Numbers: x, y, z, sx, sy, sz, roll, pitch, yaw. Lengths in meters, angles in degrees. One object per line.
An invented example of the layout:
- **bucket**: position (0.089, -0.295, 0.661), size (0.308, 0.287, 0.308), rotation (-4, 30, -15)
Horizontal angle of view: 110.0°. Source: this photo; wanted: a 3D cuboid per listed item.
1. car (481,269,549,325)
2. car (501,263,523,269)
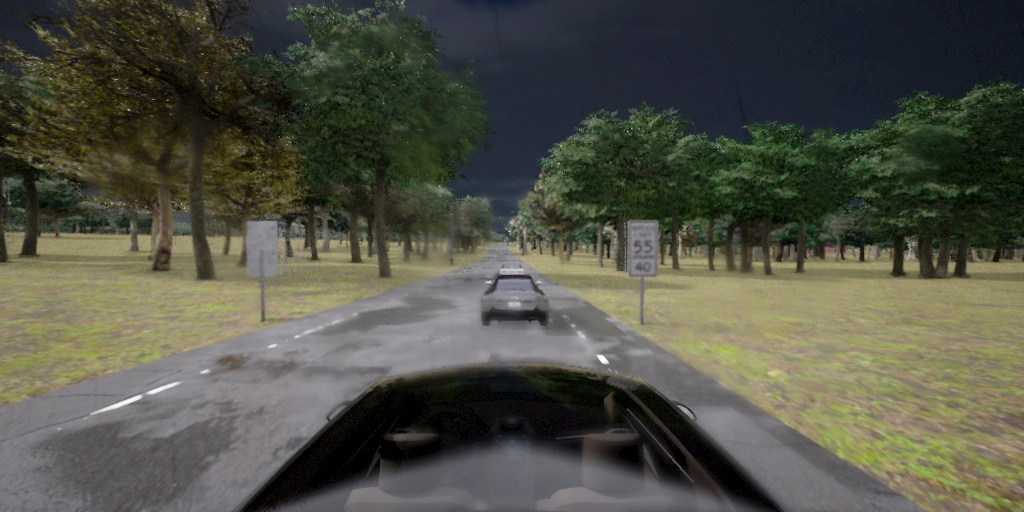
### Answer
- **car**: position (0.077, 1.285, 11.733), size (1.994, 1.385, 4.181), rotation (0, 0, 0)
- **car**: position (-0.021, 1.216, 29.283), size (1.895, 1.301, 4.718), rotation (0, 0, 0)
